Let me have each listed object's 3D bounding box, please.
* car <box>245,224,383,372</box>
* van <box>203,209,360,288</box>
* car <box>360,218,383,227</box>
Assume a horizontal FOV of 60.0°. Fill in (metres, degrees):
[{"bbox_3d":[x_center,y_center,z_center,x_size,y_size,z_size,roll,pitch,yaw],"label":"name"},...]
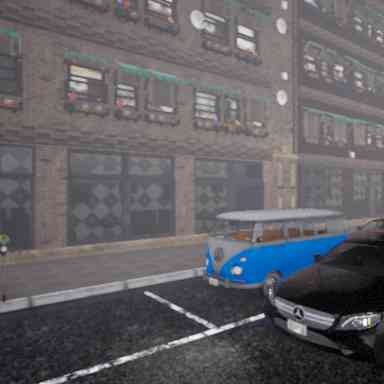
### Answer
[{"bbox_3d":[3.276,1.515,5.702,4.674,1.442,1.812,0,0,-35],"label":"car"},{"bbox_3d":[2.158,1.329,8.105,3.998,1.788,1.690,0,0,-36],"label":"van"},{"bbox_3d":[6.796,1.561,11.415,4.206,1.307,1.802,0,0,-36],"label":"car"}]
